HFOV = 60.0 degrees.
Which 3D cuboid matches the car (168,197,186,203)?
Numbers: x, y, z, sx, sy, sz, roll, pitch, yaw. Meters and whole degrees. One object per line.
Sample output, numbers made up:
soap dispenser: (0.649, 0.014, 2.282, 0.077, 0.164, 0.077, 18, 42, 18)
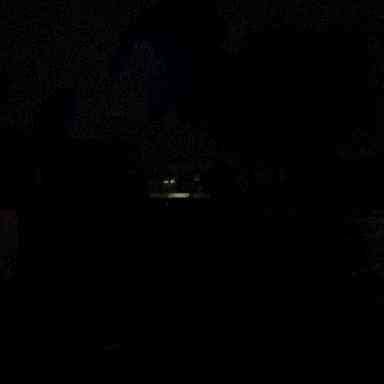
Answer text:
car: (-1.201, 1.330, 38.457, 1.812, 1.442, 4.674, -2, 1, -31)
